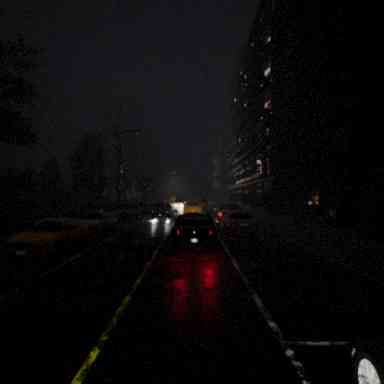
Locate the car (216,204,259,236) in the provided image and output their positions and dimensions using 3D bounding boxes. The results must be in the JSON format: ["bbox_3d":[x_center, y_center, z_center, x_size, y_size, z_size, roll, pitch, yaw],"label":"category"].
[{"bbox_3d":[2.581,1.606,18.784,1.752,1.417,4.829,1,0,0],"label":"car"}]

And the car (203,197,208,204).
[{"bbox_3d":[2.598,1.898,74.062,1.802,1.307,4.206,1,0,0],"label":"car"}]

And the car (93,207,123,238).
[{"bbox_3d":[-5.300,1.603,18.227,1.752,1.417,4.829,1,0,0],"label":"car"}]

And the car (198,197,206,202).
[{"bbox_3d":[2.602,1.915,85.152,2.008,1.369,4.403,1,0,0],"label":"car"}]

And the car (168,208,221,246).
[{"bbox_3d":[0.103,1.668,15.651,1.895,1.301,4.718,0,0,0],"label":"car"}]

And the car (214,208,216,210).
[{"bbox_3d":[2.583,1.543,24.160,1.967,1.590,4.097,1,0,0],"label":"car"}]

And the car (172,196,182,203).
[{"bbox_3d":[-2.726,1.851,73.114,1.895,1.301,4.718,0,0,0],"label":"car"}]

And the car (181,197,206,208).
[{"bbox_3d":[0.110,1.623,34.070,1.882,1.535,5.008,0,0,0],"label":"car"}]

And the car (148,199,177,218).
[{"bbox_3d":[-2.835,1.685,32.264,2.033,1.411,5.357,0,0,0],"label":"car"}]

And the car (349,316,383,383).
[{"bbox_3d":[2.575,1.560,1.980,2.008,1.369,4.403,1,0,0],"label":"car"}]

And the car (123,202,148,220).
[{"bbox_3d":[-5.297,1.708,29.469,1.802,1.307,4.206,1,0,0],"label":"car"}]

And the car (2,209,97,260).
[{"bbox_3d":[-5.302,1.580,12.691,1.752,1.417,4.829,1,0,0],"label":"car"}]

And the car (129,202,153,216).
[{"bbox_3d":[-5.295,1.731,35.005,1.802,1.307,4.206,1,0,0],"label":"car"}]
